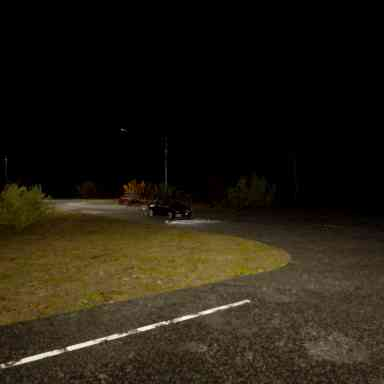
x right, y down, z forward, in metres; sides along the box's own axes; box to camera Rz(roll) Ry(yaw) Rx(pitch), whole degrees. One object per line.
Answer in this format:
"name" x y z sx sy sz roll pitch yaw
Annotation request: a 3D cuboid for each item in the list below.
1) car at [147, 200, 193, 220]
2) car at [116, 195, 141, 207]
"car" -1.891 1.420 27.245 1.837 1.490 4.892 0 0 -37
"car" -9.271 1.146 48.512 2.097 1.767 4.553 0 0 -37
